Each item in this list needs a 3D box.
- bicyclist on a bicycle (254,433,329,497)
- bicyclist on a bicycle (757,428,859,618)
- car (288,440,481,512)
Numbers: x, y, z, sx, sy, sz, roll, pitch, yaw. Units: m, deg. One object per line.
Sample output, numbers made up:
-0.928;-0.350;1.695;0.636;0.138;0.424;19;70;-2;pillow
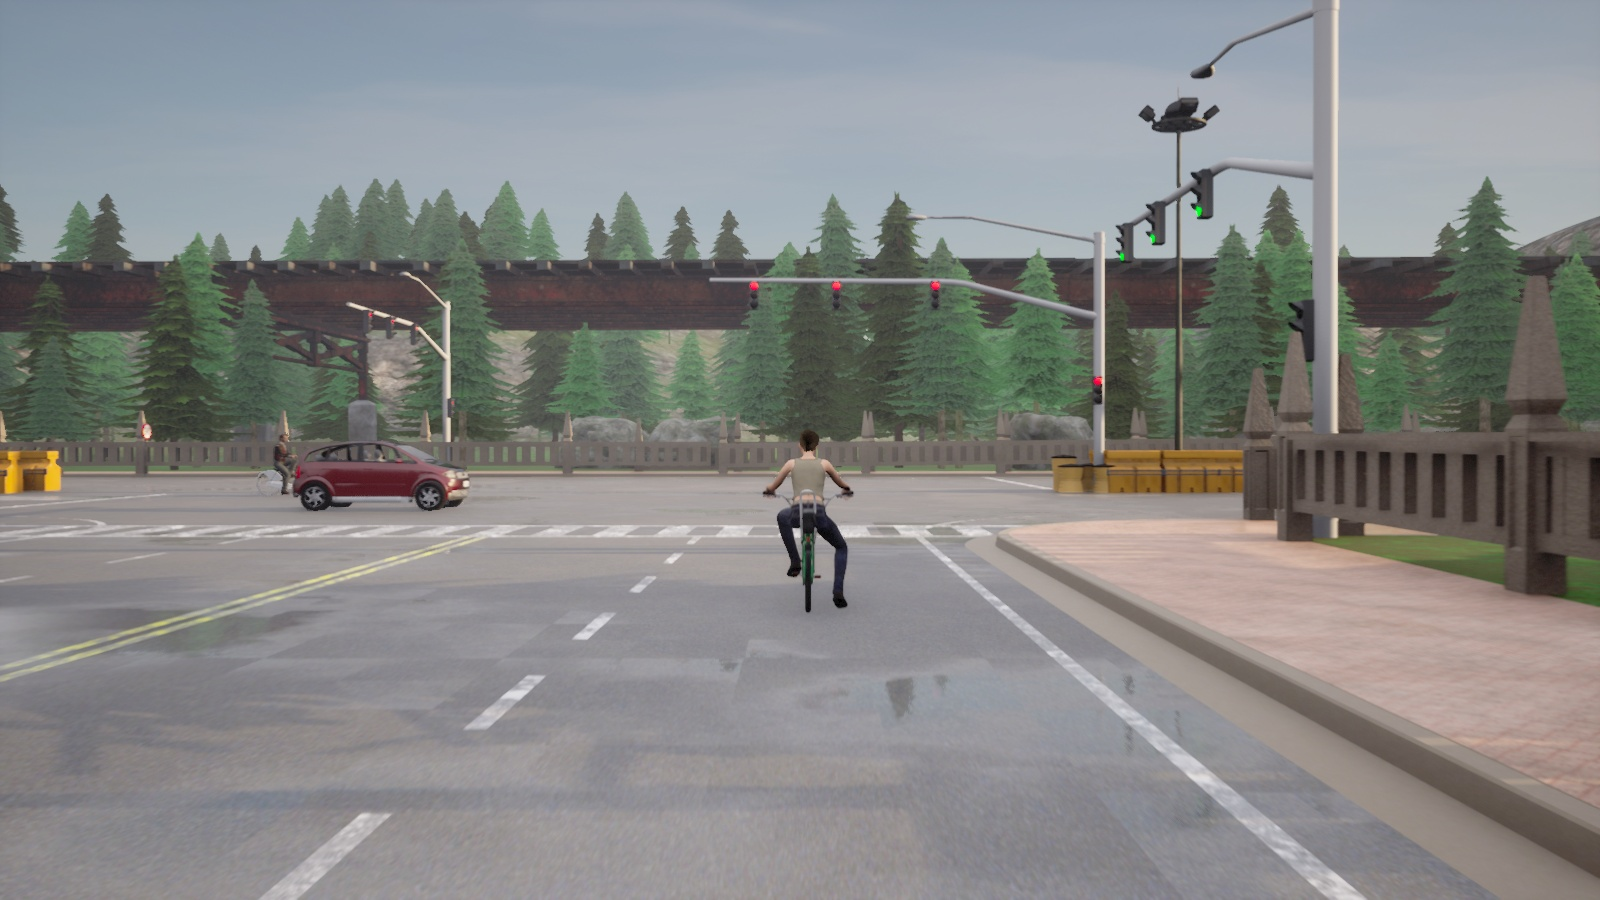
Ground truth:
-14.209;0.408;35.118;1.843;1.776;0.659;0;0;1;bicyclist on a bicycle
0.075;0.619;11.415;0.866;1.612;1.509;0;0;0;bicyclist on a bicycle
-9.225;0.559;28.067;3.705;1.549;1.789;0;0;1;car
